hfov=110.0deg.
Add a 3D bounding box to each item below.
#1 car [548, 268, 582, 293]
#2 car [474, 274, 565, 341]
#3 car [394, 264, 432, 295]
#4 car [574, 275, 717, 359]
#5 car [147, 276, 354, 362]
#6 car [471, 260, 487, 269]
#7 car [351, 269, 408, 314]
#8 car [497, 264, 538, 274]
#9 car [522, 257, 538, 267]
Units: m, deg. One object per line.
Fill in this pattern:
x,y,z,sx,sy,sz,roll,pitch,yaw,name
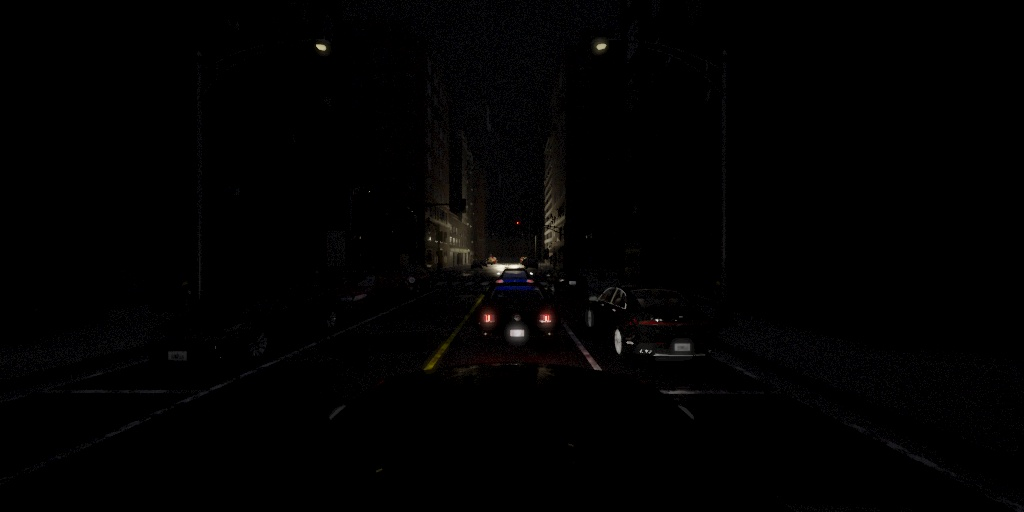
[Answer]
2.913,1.316,19.218,1.948,1.339,4.313,0,0,0,car
0.121,1.351,9.840,1.895,1.301,4.718,0,0,0,car
-5.612,1.190,19.246,1.967,1.591,4.097,0,0,0,car
2.877,1.300,8.215,2.007,1.370,4.403,0,0,0,car
-5.648,1.315,8.243,1.948,1.339,4.313,0,0,0,car
-5.457,1.367,56.347,1.802,1.307,4.207,0,0,0,car
-5.631,1.332,13.744,1.802,1.307,4.207,0,0,0,car
0.151,1.314,18.600,1.994,1.385,4.181,0,0,1,car
3.069,1.225,56.306,1.967,1.591,4.097,0,0,0,car
